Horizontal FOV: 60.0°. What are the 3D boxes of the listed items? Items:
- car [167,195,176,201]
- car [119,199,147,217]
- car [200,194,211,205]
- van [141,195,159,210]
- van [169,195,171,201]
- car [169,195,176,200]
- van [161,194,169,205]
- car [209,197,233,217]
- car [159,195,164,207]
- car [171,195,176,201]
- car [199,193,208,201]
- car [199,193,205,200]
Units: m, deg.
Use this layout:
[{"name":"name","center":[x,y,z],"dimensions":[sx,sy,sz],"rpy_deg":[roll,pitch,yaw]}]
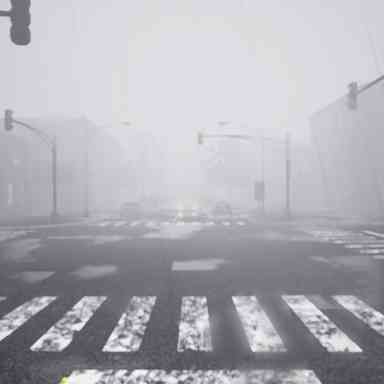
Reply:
[{"name":"car","center":[-5.342,1.521,86.230],"dimensions":[1.887,1.381,4.507],"rpy_deg":[0,0,0]},{"name":"car","center":[-5.567,1.575,30.767],"dimensions":[1.802,1.307,4.206],"rpy_deg":[0,0,0]},{"name":"car","center":[2.925,1.536,58.464],"dimensions":[2.008,1.369,4.403],"rpy_deg":[-1,0,0]},{"name":"van","center":[-5.524,1.331,41.859],"dimensions":[1.690,1.788,3.998],"rpy_deg":[0,0,0]},{"name":"van","center":[-5.434,1.325,64.045],"dimensions":[1.690,1.788,3.998],"rpy_deg":[0,0,0]},{"name":"car","center":[-5.320,1.556,91.776],"dimensions":[1.802,1.307,4.206],"rpy_deg":[0,0,0]},{"name":"van","center":[-5.457,1.326,58.498],"dimensions":[1.690,1.788,3.998],"rpy_deg":[0,0,0]},{"name":"car","center":[2.813,1.518,30.903],"dimensions":[1.752,1.417,4.829],"rpy_deg":[-1,0,0]},{"name":"car","center":[-5.501,1.533,47.406],"dimensions":[1.887,1.381,4.507],"rpy_deg":[0,0,0]},{"name":"car","center":[-5.365,1.544,80.683],"dimensions":[1.947,1.339,4.313],"rpy_deg":[0,0,0]},{"name":"car","center":[3.036,1.292,86.196],"dimensions":[2.192,1.841,5.009],"rpy_deg":[-1,0,0]},{"name":"car","center":[2.993,1.546,75.103],"dimensions":[1.947,1.339,4.313],"rpy_deg":[-1,0,0]}]
